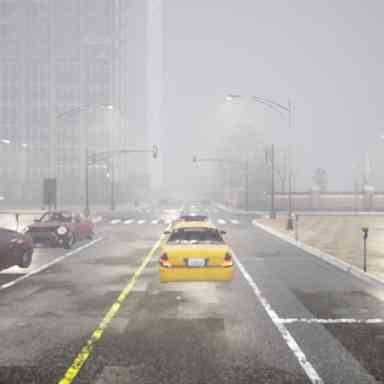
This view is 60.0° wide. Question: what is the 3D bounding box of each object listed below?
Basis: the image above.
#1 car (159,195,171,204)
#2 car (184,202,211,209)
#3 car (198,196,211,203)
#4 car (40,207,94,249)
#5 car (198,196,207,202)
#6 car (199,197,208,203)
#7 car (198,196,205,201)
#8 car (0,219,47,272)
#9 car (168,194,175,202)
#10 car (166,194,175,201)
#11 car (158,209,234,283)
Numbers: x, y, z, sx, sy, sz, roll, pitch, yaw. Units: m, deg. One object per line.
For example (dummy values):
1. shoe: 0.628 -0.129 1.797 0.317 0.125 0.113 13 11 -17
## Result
1. car: -5.907 1.746 68.958 1.947 1.339 4.313 0 0 0
2. car: 0.115 1.613 21.223 2.033 1.411 5.357 0 0 0
3. car: 2.686 1.733 63.468 1.947 1.339 4.313 0 0 0
4. car: -5.705 1.488 14.436 1.967 1.590 4.097 0 0 0
5. car: 2.608 1.752 80.143 2.008 1.369 4.403 0 0 0
6. car: 2.614 1.737 74.583 1.887 1.381 4.507 0 0 0
7. car: 2.597 1.757 91.265 1.887 1.381 4.507 0 0 0
8. car: -5.700 1.613 8.743 1.802 1.307 4.206 0 0 0
9. car: -5.923 1.648 85.642 1.967 1.590 4.097 0 0 0
10. car: -5.928 1.527 91.201 2.192 1.841 5.009 0 0 0
11. car: 0.089 1.490 9.672 1.801 1.575 5.366 0 0 0
